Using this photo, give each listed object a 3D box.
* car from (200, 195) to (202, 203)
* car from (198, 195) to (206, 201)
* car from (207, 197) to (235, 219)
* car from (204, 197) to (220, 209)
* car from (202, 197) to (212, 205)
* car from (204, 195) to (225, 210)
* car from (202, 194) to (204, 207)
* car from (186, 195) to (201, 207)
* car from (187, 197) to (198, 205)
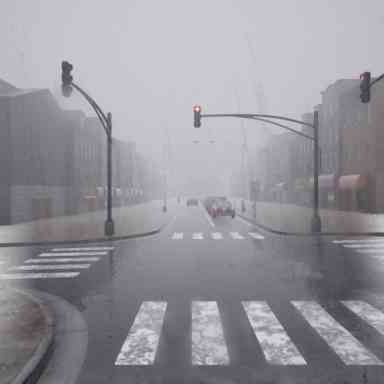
[{"bbox_3d":[2.728,1.525,51.320,1.967,1.590,4.097,-1,0,0],"label":"car"},{"bbox_3d":[2.812,1.702,94.540,1.967,1.590,4.097,-1,0,0],"label":"car"},{"bbox_3d":[2.687,1.470,29.711,1.967,1.590,4.097,-1,0,0],"label":"car"},{"bbox_3d":[2.718,1.509,45.918,1.967,1.590,4.097,-1,0,0],"label":"car"},{"bbox_3d":[2.751,1.648,62.295,1.752,1.417,4.829,-1,0,0],"label":"car"},{"bbox_3d":[2.696,1.356,35.113,2.192,1.841,5.009,-1,0,0],"label":"car"},{"bbox_3d":[2.706,1.370,40.516,2.192,1.841,5.009,-1,0,0],"label":"car"},{"bbox_3d":[0.106,1.601,54.773,1.837,1.490,4.892,0,0,0],"label":"car"},{"bbox_3d":[0.127,1.697,65.193,1.994,1.385,4.181,0,0,0],"label":"car"}]
